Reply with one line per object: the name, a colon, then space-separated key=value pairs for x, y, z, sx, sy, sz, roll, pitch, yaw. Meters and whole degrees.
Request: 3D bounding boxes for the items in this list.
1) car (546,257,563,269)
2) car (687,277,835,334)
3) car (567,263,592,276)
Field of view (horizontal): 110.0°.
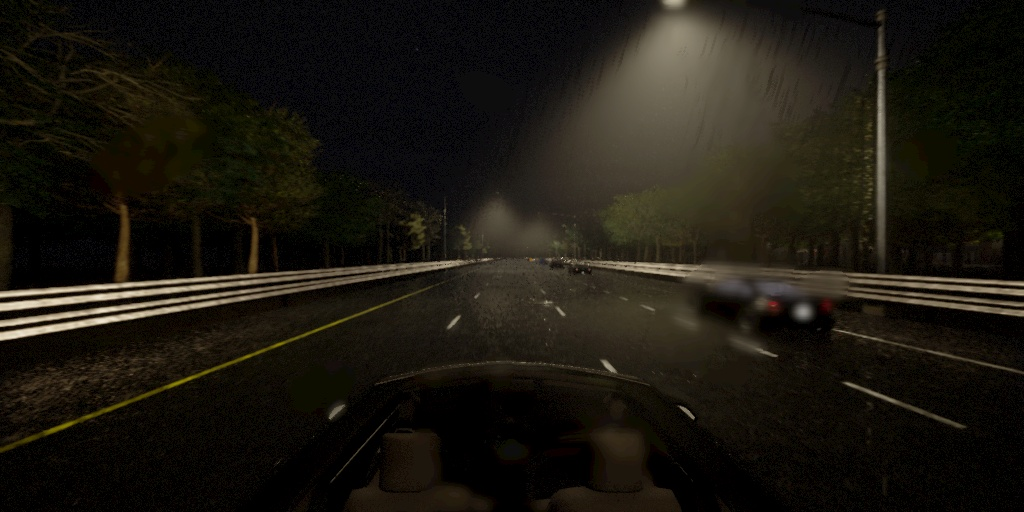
car: x=7.059 y=1.285 z=57.487 sx=1.882 sy=1.535 sz=5.008 roll=0 pitch=0 yaw=0
car: x=6.999 y=1.317 z=10.626 sx=1.994 sy=1.385 sz=4.181 roll=0 pitch=0 yaw=0
car: x=7.008 y=1.378 z=37.604 sx=1.895 sy=1.301 sz=4.718 roll=0 pitch=0 yaw=0
